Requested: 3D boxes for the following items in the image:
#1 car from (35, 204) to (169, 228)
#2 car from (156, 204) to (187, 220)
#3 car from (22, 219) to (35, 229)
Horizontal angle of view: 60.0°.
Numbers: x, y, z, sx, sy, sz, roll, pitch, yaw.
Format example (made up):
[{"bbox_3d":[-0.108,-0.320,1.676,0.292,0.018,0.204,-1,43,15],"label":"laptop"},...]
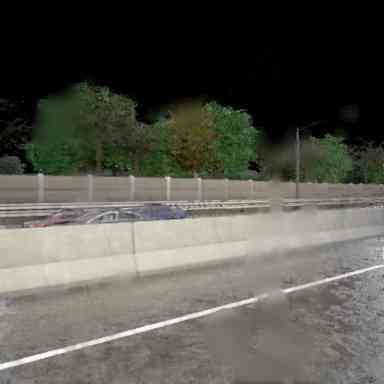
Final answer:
[{"bbox_3d":[-3.744,1.488,14.210,4.902,1.511,2.128,0,0,-35],"label":"car"},{"bbox_3d":[-2.922,1.542,23.380,5.357,1.411,2.033,0,0,-35],"label":"car"},{"bbox_3d":[-6.232,1.561,16.735,4.181,1.385,1.994,0,0,-35],"label":"car"}]
